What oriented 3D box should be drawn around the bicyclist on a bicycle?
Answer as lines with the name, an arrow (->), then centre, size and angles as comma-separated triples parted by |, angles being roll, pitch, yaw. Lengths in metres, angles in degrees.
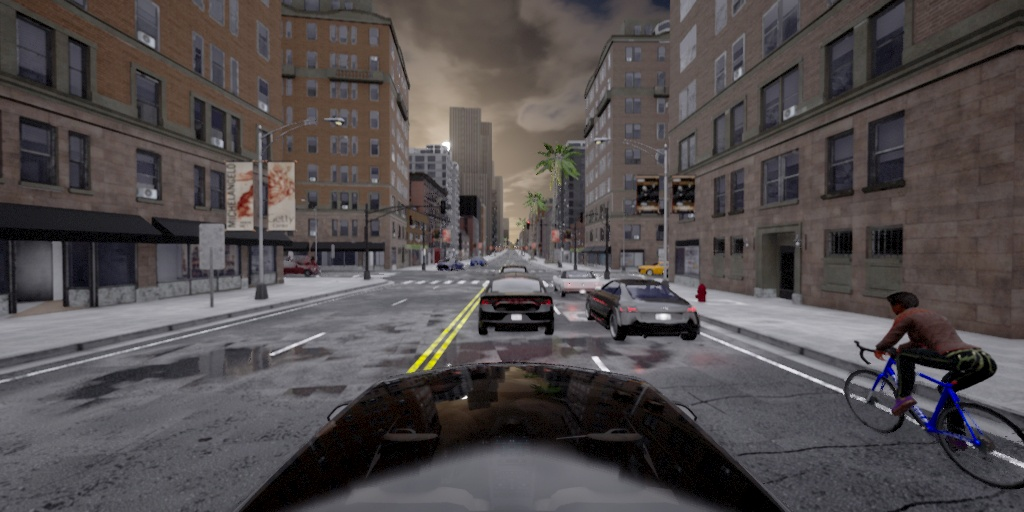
bicyclist on a bicycle -> 4.147, 1.203, 3.644 | 0.582, 1.620, 1.656 | 0, 0, 0

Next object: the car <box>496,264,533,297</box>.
car -> 0.114, 1.258, 19.955 | 1.837, 1.490, 4.892 | 0, 0, 0

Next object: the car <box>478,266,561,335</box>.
car -> 0.106, 1.229, 10.543 | 1.882, 1.535, 5.008 | 0, 0, 0

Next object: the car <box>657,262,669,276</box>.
car -> 16.233, 1.522, 33.334 | 4.313, 1.339, 1.948 | 0, 0, 0

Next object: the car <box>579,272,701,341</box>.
car -> 3.344, 1.315, 9.938 | 1.994, 1.385, 4.181 | 0, 0, 0

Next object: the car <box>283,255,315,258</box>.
car -> -23.865, 0.847, 38.860 | 5.009, 1.841, 2.192 | 0, 0, -9

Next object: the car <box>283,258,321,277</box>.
car -> -20.428, 1.158, 33.534 | 4.674, 1.442, 1.812 | 0, 1, -9

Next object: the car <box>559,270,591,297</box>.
car -> 3.263, 1.354, 18.752 | 1.895, 1.301, 4.718 | 0, 0, 0

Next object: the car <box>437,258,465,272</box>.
car -> -7.510, 1.051, 44.221 | 2.097, 1.767, 4.553 | -1, -2, 14

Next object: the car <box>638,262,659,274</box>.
car -> 16.353, 1.352, 39.278 | 5.008, 1.535, 1.882 | 0, 1, 0
